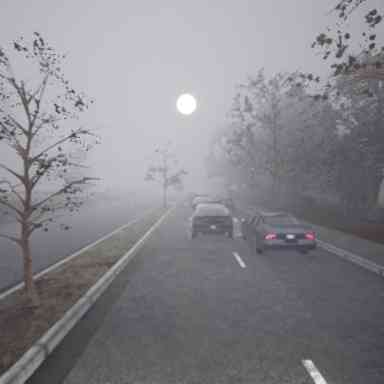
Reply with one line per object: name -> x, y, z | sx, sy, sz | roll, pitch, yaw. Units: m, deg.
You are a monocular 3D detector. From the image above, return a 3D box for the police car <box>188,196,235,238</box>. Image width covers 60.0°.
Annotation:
police car -> 0.904, 1.246, 16.665 | 1.930, 1.638, 5.238 | 0, 1, 0

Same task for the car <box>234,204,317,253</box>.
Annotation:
car -> 3.104, 1.421, 12.976 | 2.033, 1.411, 5.357 | 0, 1, 0

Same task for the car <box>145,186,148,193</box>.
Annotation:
car -> -13.837, -0.049, 81.526 | 4.553, 1.767, 2.185 | -1, 2, -20

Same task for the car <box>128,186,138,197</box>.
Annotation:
car -> -13.798, 0.283, 63.536 | 5.566, 2.045, 2.435 | -1, 1, -20

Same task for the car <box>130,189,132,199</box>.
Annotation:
car -> -13.828, 0.631, 60.523 | 4.674, 1.452, 2.002 | -1, 1, -20

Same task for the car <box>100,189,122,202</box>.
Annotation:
car -> -13.805, 0.777, 51.527 | 4.792, 1.488, 2.163 | -1, 1, -20

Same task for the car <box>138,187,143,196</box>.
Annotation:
car -> -13.644, 0.393, 69.593 | 5.366, 1.575, 1.946 | -1, 1, -20

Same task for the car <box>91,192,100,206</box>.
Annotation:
car -> -13.815, 0.974, 39.523 | 4.792, 1.488, 2.163 | -1, 1, -20

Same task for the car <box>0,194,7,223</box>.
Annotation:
car -> -13.888, 1.036, 18.591 | 5.566, 2.045, 2.435 | -1, 1, -20

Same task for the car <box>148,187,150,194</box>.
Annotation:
car -> -13.805, 0.024, 84.540 | 4.674, 1.452, 2.002 | -1, 2, -20

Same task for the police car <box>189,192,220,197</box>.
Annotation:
police car -> 0.906, 1.087, 26.665 | 1.930, 1.638, 5.238 | 0, 1, 0

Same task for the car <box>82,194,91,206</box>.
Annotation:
car -> -13.839, 1.034, 36.505 | 4.674, 1.452, 2.002 | -1, 1, -20

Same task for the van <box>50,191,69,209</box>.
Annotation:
van -> -13.960, 0.868, 30.494 | 4.442, 1.987, 1.878 | -1, 1, -20

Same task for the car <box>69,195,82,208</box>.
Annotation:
car -> -13.818, 0.917, 33.530 | 4.553, 1.767, 2.185 | -1, 1, -20

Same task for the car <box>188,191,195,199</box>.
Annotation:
car -> 0.907, 0.917, 32.524 | 2.097, 1.767, 4.553 | 0, 1, 0

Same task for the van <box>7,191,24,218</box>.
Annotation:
van -> -13.751, 1.011, 21.634 | 4.442, 1.987, 1.878 | -1, 1, -20

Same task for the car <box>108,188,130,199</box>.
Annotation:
car -> -13.998, 0.647, 57.449 | 5.366, 1.575, 1.946 | -1, 1, -20

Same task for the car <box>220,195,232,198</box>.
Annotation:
car -> 3.107, 1.050, 32.989 | 2.128, 1.511, 4.902 | 0, 1, 0

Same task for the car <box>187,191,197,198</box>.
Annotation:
car -> 0.016, 0.493, 68.129 | 1.994, 1.385, 4.181 | 0, 1, 0

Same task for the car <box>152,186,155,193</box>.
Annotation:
car -> -13.769, -0.277, 93.553 | 4.792, 1.488, 2.163 | -1, 2, -20

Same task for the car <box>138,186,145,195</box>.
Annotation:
car -> -13.842, 0.076, 72.514 | 5.566, 2.045, 2.435 | -1, 2, -20

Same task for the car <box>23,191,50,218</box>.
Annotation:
car -> -13.832, 0.938, 24.586 | 5.566, 2.045, 2.435 | -1, 1, -20

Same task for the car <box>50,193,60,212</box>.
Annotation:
car -> -13.845, 1.142, 27.558 | 4.892, 1.521, 2.231 | -1, 1, -20

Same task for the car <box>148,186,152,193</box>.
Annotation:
car -> -13.793, -0.111, 87.538 | 5.008, 1.535, 2.097 | -1, 2, -20

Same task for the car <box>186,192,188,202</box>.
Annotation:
car -> 0.012, 0.778, 53.132 | 2.033, 1.411, 5.357 | 0, 1, 0

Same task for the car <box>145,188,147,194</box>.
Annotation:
car -> -13.810, 0.207, 78.544 | 4.674, 1.452, 2.002 | -1, 1, -20
